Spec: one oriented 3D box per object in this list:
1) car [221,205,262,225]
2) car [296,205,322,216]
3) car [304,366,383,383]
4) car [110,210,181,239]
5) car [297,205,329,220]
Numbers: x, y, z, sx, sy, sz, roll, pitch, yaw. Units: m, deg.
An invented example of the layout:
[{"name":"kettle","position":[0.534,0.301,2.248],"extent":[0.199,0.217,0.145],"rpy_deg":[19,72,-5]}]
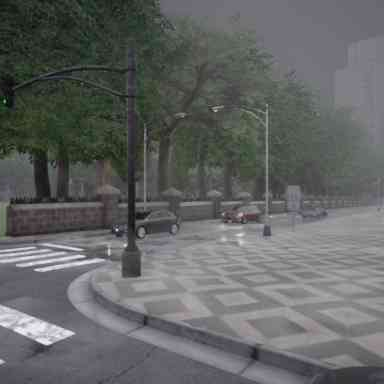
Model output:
[{"name":"car","position":[4.474,1.932,29.712],"extent":[2.097,1.767,4.553],"rpy_deg":[0,-1,35]},{"name":"car","position":[16.431,2.565,46.575],"extent":[2.033,1.411,5.357],"rpy_deg":[0,-1,35]},{"name":"car","position":[2.454,1.551,1.218],"extent":[4.403,1.369,2.008],"rpy_deg":[0,0,35]},{"name":"car","position":[-2.599,1.832,19.657],"extent":[1.837,1.490,4.892],"rpy_deg":[0,-1,35]},{"name":"car","position":[13.985,2.377,37.686],"extent":[2.033,1.411,5.357],"rpy_deg":[0,-1,35]}]
